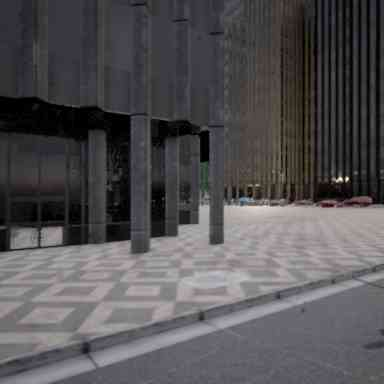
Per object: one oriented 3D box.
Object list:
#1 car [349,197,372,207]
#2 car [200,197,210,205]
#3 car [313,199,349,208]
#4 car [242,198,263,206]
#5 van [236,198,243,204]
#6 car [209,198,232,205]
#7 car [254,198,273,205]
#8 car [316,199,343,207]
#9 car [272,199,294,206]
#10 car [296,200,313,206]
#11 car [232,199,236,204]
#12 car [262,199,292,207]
[{"bbox_3d":[30.008,1.778,60.370,2.192,1.841,5.009,-1,0,-35],"label":"car"},{"bbox_3d":[3.409,2.460,82.997,1.967,1.590,4.097,-1,0,-35],"label":"car"},{"bbox_3d":[23.069,2.003,55.426,1.887,1.381,4.507,-1,0,-35],"label":"car"},{"bbox_3d":[13.240,2.291,69.210,2.008,1.369,4.403,-1,0,-35],"label":"car"},{"bbox_3d":[13.628,2.274,83.347,1.690,1.788,3.998,-1,0,-35],"label":"van"},{"bbox_3d":[6.688,2.479,78.401,2.008,1.369,4.403,-1,0,-35],"label":"car"},{"bbox_3d":[16.906,2.280,78.751,1.967,1.590,4.097,-1,0,-35],"label":"car"},{"bbox_3d":[26.737,2.100,64.964,1.887,1.381,4.507,-1,0,-35],"label":"car"},{"bbox_3d":[20.185,2.290,74.155,1.887,1.381,4.507,-1,0,-35],"label":"car"},{"bbox_3d":[23.458,2.232,69.565,1.802,1.307,4.206,-1,0,-35],"label":"car"},{"bbox_3d":[10.356,2.576,87.942,2.008,1.369,4.403,-1,0,-35],"label":"car"},{"bbox_3d":[16.516,2.196,64.615,2.008,1.369,4.403,-1,0,-35],"label":"car"}]
